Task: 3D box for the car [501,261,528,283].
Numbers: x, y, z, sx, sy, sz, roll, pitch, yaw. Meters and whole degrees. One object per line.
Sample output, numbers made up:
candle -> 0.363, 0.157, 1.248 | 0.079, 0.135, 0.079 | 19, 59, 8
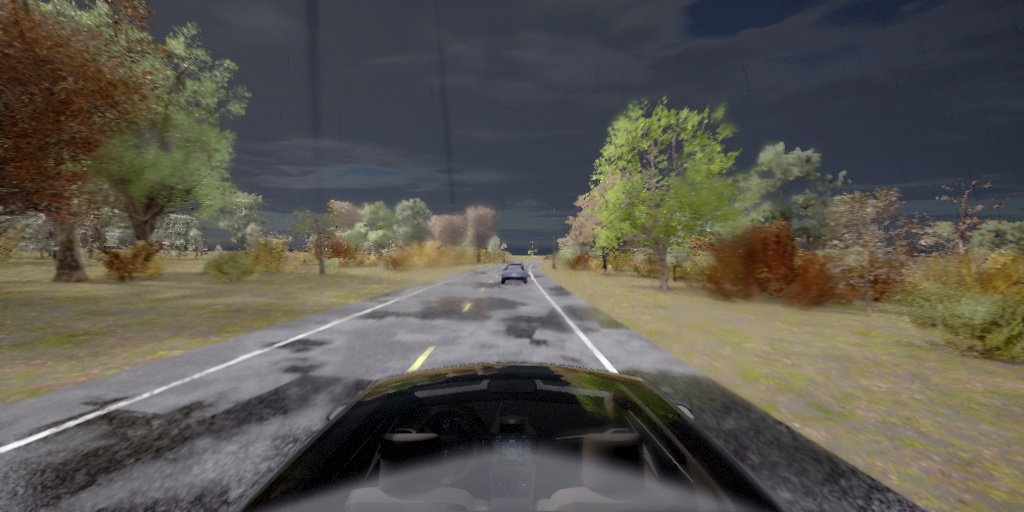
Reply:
car -> 0.210, 1.330, 28.274 | 1.994, 1.385, 4.181 | 0, 0, 1
